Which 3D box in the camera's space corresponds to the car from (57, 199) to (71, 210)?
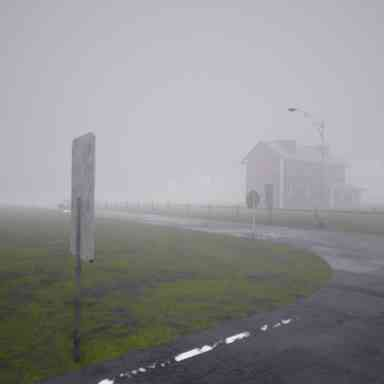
[{"bbox_3d":[-18.692,1.787,49.945,2.097,1.767,4.553,1,-1,-36],"label":"car"}]
